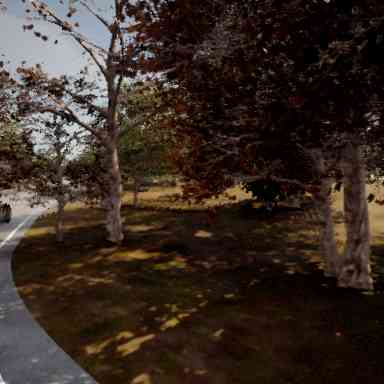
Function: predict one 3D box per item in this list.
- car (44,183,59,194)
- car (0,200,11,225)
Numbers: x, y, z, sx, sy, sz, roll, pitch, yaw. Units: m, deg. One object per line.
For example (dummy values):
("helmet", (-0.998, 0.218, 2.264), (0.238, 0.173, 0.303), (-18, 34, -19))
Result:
("car", (-15.788, -0.287, 36.528), (1.895, 1.301, 4.718), (0, 4, -12))
("car", (-10.246, 0.974, 16.329), (1.882, 1.535, 5.008), (0, 3, -20))
